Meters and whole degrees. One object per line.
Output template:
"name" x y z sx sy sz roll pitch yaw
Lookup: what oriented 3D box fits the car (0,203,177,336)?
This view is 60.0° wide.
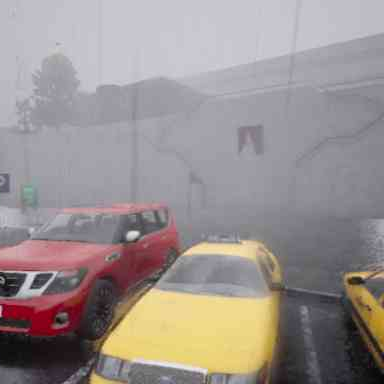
"car" -1.936 1.292 7.156 2.435 2.045 5.566 0 -1 16

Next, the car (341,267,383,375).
"car" 2.995 1.483 3.874 1.946 1.575 5.366 0 -1 16

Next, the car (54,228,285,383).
"car" 0.461 1.505 5.256 1.946 1.575 5.366 0 -1 16
